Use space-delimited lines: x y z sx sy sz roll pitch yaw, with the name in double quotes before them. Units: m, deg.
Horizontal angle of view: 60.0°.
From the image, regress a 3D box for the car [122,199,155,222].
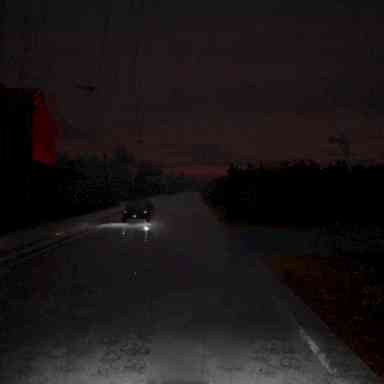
"car" -3.748 1.273 23.987 1.812 1.442 4.674 0 1 0
